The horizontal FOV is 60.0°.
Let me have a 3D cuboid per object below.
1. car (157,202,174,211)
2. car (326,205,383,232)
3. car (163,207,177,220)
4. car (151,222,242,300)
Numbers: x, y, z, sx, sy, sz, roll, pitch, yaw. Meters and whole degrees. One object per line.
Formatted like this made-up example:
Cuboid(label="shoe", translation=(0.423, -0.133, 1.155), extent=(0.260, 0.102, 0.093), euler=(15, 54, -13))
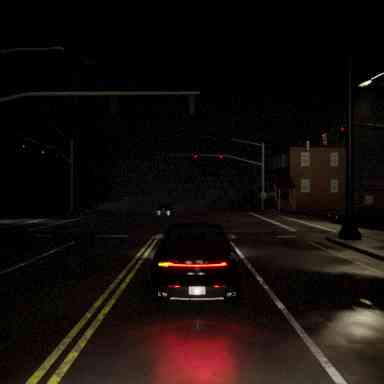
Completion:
Cuboid(label="car", translation=(-3.668, 2.056, 45.633), extent=(2.033, 1.411, 5.357), euler=(0, -4, 0))
Cuboid(label="car", translation=(14.704, 2.117, 28.839), extent=(5.566, 2.045, 2.150), euler=(9, 0, 0))
Cuboid(label="car", translation=(-3.681, 3.615, 55.735), extent=(2.033, 1.411, 5.357), euler=(0, -12, 0))
Cuboid(label="car", translation=(0.087, 1.505, 8.336), extent=(1.837, 1.490, 4.892), euler=(0, 0, 0))
